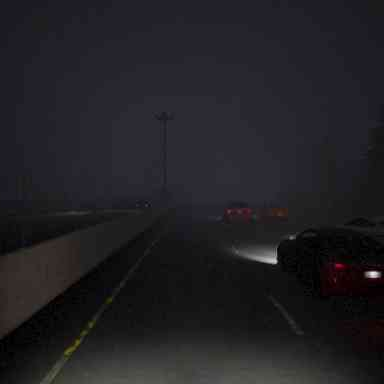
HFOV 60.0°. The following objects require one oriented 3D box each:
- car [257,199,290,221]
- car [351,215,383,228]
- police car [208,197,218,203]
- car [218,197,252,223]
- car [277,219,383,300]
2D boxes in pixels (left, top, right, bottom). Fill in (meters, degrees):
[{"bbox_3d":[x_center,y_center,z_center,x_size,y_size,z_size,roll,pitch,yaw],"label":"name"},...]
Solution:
[{"bbox_3d":[7.096,1.673,29.331,1.882,1.535,5.008,0,0,0],"label":"car"},{"bbox_3d":[7.083,1.612,12.889,1.812,1.442,4.674,0,0,0],"label":"car"},{"bbox_3d":[5.898,2.009,87.972,1.930,1.638,5.238,0,0,22],"label":"police car"},{"bbox_3d":[3.596,1.535,27.485,2.097,1.767,4.553,0,0,0],"label":"car"},{"bbox_3d":[3.598,1.622,8.610,1.994,1.385,4.181,0,0,0],"label":"car"}]
